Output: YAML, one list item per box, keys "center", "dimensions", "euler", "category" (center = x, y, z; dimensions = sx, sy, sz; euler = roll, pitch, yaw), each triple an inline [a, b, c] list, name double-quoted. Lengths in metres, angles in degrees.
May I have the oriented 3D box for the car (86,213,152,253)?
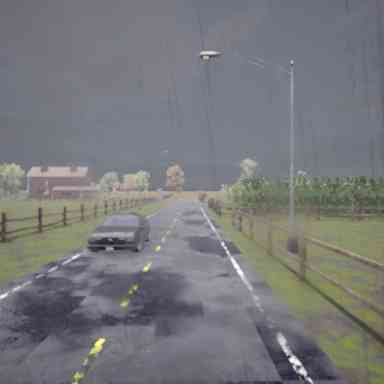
- center: [-2.859, 1.609, 14.259]
  dimensions: [2.033, 1.411, 5.357]
  euler: [0, 0, 0]
  category: "car"
